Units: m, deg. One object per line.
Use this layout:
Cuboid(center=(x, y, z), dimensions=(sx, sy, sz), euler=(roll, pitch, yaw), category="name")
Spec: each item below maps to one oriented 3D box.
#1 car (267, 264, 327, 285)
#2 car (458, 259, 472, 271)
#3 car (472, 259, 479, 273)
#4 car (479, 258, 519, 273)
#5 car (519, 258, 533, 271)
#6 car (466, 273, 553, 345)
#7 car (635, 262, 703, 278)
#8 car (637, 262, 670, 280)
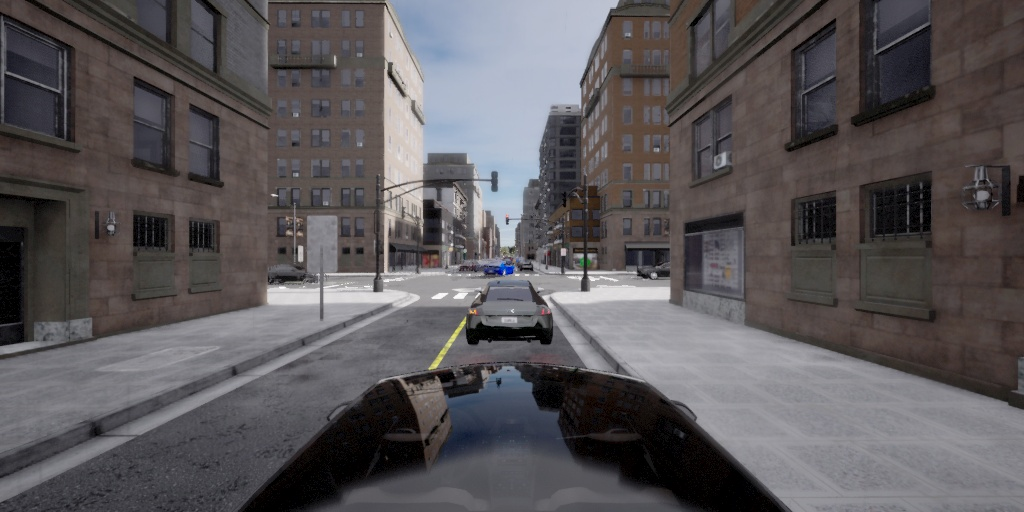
Cuboid(center=(-16.020, 1.330, 26.178), dimensions=(4.674, 1.442, 1.812), euler=(0, 0, -2), category="car")
Cuboid(center=(-6.094, 1.230, 48.543), dimensions=(1.967, 1.591, 4.097), euler=(0, 0, 0), category="car")
Cuboid(center=(-3.546, 1.310, 44.589), dimensions=(1.812, 1.442, 4.674), euler=(0, 0, 1), category="car")
Cuboid(center=(-1.220, 1.247, 35.525), dimensions=(1.882, 1.535, 5.008), euler=(1, 0, 18), category="car")
Cuboid(center=(1.931, 1.356, 48.602), dimensions=(1.948, 1.339, 4.313), euler=(0, 0, 0), category="car")
Cuboid(center=(-0.065, 1.314, 9.532), dimensions=(1.994, 1.385, 4.181), euler=(0, 0, 0), category="car")
Cuboid(center=(14.481, 1.243, 33.238), dimensions=(5.357, 1.411, 2.033), euler=(0, 0, -1), category="car")
Cuboid(center=(12.956, 1.201, 29.967), dimensions=(4.892, 1.490, 1.837), euler=(0, 0, -1), category="car")
